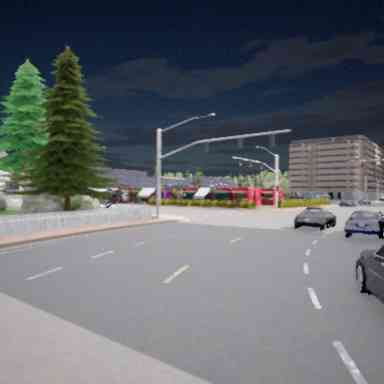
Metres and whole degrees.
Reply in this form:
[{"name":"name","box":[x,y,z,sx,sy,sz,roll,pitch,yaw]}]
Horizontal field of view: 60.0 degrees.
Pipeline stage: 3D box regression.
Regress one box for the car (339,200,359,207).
[{"name":"car","box":[28.137,2.070,60.196,2.033,1.411,5.357,0,0,38]}]

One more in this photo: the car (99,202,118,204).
[{"name":"car","box":[-12.673,1.720,49.036,4.181,1.385,1.994,0,0,38]}]

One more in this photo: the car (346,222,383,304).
[{"name":"car","box":[4.436,1.572,6.010,1.837,1.490,4.892,0,0,12]}]

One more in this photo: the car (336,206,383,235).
[{"name":"car","box":[9.844,1.722,18.617,2.033,1.411,5.357,0,0,34]}]

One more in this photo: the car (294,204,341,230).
[{"name":"car","box":[8.447,1.753,22.605,1.994,1.385,4.181,0,-1,36]}]

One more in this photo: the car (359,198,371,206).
[{"name":"car","box":[37.658,2.166,72.604,1.837,1.490,4.892,0,0,37]}]
